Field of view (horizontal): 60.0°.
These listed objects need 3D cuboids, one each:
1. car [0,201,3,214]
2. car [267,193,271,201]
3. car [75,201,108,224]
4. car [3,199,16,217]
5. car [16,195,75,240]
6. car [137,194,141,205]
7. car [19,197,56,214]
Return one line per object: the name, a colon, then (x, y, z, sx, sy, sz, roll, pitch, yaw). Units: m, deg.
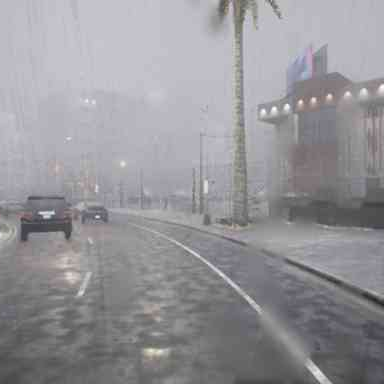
car: (-13.130, 1.289, 20.526, 2.097, 1.767, 4.553, 0, 0, -32)
car: (11.337, 1.250, 49.762, 2.002, 1.452, 4.674, 0, 0, -45)
car: (-7.578, 1.421, 24.499, 1.837, 1.490, 4.892, 0, 0, -30)
car: (-16.084, 1.391, 29.650, 2.128, 1.511, 4.902, 0, 0, -42)
car: (-7.365, 1.163, 16.901, 2.150, 2.045, 5.566, 0, 0, -23)
car: (-8.576, 1.072, 53.575, 2.185, 1.767, 4.553, 0, 0, -45)
car: (-16.336, 1.373, 35.044, 2.128, 1.511, 4.902, 0, 0, -43)
